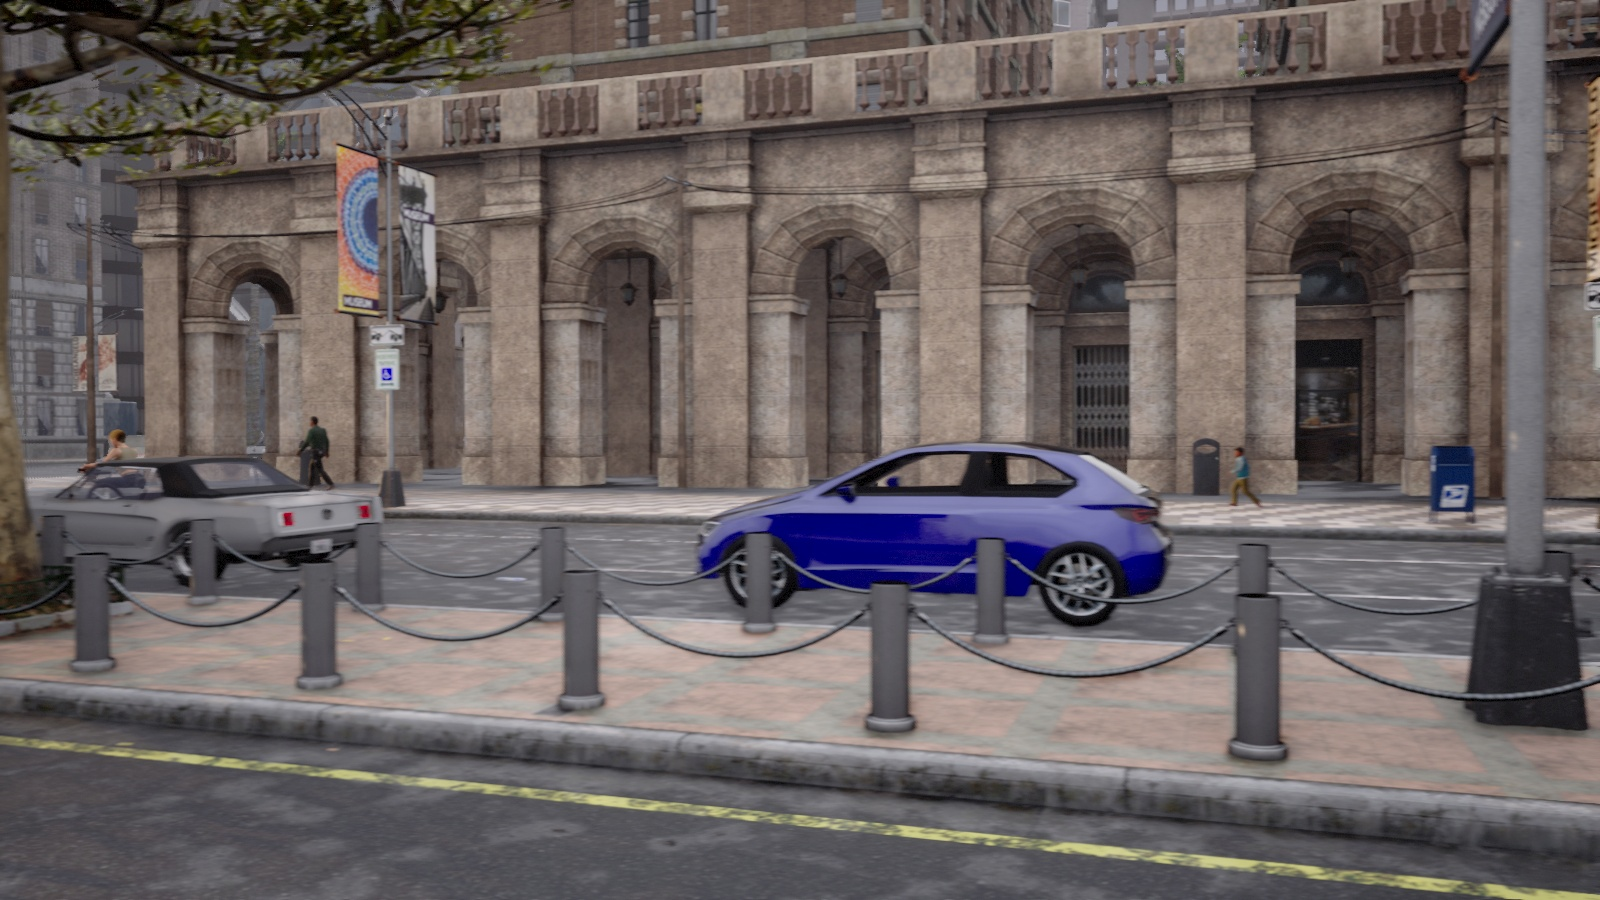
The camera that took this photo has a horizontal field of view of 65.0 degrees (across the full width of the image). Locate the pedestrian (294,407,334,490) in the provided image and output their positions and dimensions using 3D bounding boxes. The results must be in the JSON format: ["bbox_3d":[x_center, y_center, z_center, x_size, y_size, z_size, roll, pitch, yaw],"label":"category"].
[{"bbox_3d":[-11.510,-0.036,29.747,0.788,1.949,0.423,1,1,18],"label":"pedestrian"}]

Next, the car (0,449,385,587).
[{"bbox_3d":[-7.243,0.674,14.071,4.718,1.301,1.895,1,1,19],"label":"car"}]

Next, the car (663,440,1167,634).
[{"bbox_3d":[1.066,0.664,11.274,4.193,1.474,1.816,1,1,19],"label":"car"}]

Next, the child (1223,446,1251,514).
[{"bbox_3d":[7.833,0.532,22.518,0.448,1.192,0.343,1,1,19],"label":"child"}]

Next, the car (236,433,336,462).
[{"bbox_3d":[-25.080,-0.151,61.429,1.895,1.301,4.718,1,1,19],"label":"car"}]
